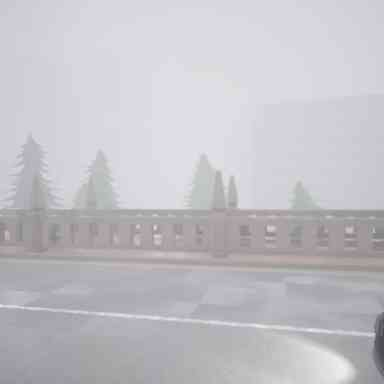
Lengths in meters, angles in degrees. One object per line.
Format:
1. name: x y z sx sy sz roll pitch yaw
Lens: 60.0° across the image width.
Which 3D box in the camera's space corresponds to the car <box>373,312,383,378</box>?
1. car: 4.002 1.447 2.933 4.181 1.385 1.994 -1 1 14
